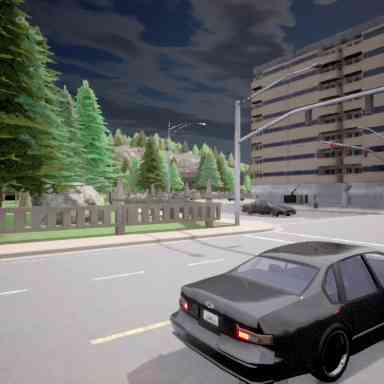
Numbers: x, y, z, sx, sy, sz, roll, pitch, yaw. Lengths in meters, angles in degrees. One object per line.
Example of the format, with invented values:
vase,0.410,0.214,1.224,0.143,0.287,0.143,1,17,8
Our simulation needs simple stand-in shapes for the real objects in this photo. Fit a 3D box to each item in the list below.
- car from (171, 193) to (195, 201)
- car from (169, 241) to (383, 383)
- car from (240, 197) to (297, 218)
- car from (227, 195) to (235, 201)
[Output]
car,-1.271,1.159,44.697,2.150,2.045,5.566,0,1,-18
car,2.277,1.547,5.414,5.357,1.411,2.033,0,0,-35
car,6.868,1.492,30.252,2.033,1.411,5.357,0,0,-34
car,10.400,1.484,78.788,2.033,1.411,5.357,0,0,40
